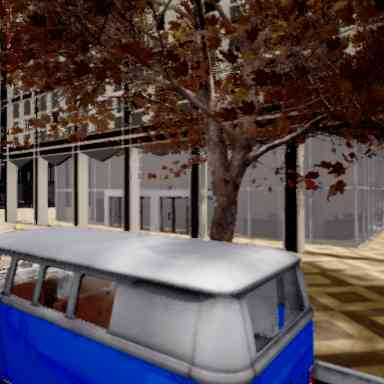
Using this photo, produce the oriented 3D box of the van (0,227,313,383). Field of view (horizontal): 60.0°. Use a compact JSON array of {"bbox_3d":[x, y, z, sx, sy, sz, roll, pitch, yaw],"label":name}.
[{"bbox_3d":[-0.819,1.340,3.463,3.998,1.788,1.690,0,0,36],"label":"van"}]
